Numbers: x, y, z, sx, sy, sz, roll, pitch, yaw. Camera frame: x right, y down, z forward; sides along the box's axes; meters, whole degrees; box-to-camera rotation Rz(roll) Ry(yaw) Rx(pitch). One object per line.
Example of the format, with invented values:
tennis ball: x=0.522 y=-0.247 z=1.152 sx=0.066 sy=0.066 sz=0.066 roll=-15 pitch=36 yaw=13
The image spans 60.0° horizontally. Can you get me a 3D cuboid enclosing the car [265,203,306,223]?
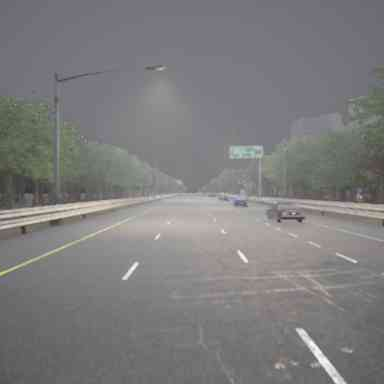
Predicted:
car: x=7.048 y=1.550 z=25.509 sx=2.033 sy=1.411 sz=5.357 roll=0 pitch=0 yaw=0

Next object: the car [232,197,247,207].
car: x=7.165 y=1.485 z=50.446 sx=1.882 sy=1.535 sz=5.008 roll=0 pitch=0 yaw=0

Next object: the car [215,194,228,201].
car: x=7.347 y=1.314 z=79.170 sx=2.097 sy=1.767 sz=4.553 roll=0 pitch=0 yaw=0
